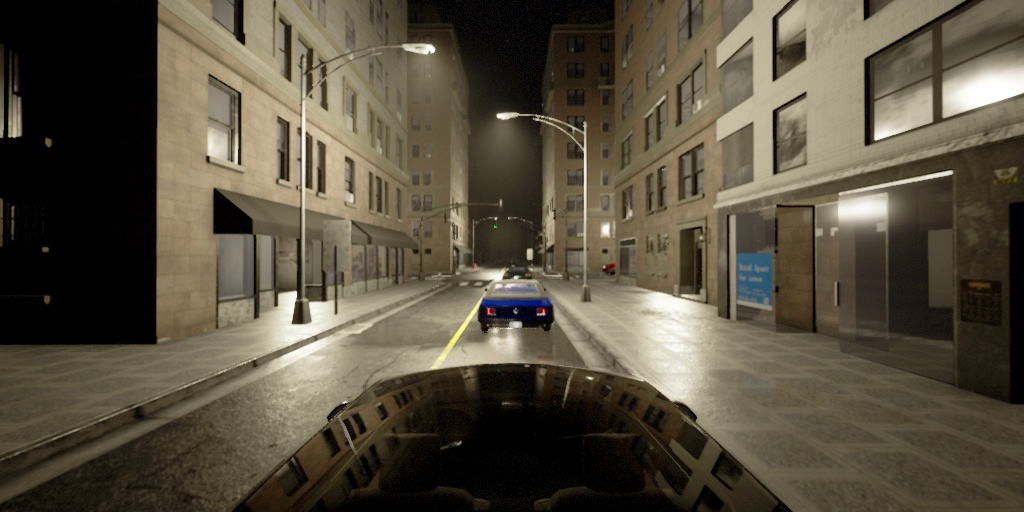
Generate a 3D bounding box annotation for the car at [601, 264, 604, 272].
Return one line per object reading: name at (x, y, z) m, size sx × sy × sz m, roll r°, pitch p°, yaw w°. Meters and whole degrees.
car at (12.258, 1.136, 38.755) m, size 5.009 × 1.841 × 2.192 m, roll 0°, pitch 0°, yaw 0°

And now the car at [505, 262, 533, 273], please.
car at (0.511, 1.348, 25.022) m, size 1.994 × 1.385 × 4.181 m, roll 0°, pitch 0°, yaw 6°

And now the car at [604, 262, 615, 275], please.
car at (12.446, 1.356, 36.222) m, size 5.357 × 1.411 × 2.033 m, roll 0°, pitch 0°, yaw 0°

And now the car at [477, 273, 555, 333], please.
car at (0.101, 1.362, 10.805) m, size 1.895 × 1.301 × 4.718 m, roll 0°, pitch 0°, yaw 0°
